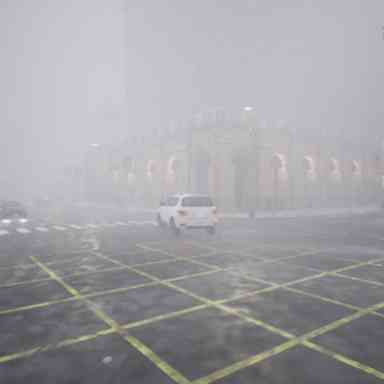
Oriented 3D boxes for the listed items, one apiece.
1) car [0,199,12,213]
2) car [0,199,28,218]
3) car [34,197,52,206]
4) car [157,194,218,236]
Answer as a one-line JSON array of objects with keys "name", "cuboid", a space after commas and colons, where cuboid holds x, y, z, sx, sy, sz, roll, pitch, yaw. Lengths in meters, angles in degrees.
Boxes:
[{"name": "car", "cuboid": [-22.013, 1.513, 37.957, 2.033, 1.411, 5.357, -1, 0, -35]}, {"name": "car", "cuboid": [-16.110, 1.512, 29.712, 2.033, 1.411, 5.357, -1, 0, -36]}, {"name": "car", "cuboid": [-23.901, 1.501, 53.106, 1.895, 1.301, 4.718, -1, 0, -35]}, {"name": "car", "cuboid": [-0.388, 1.131, 18.148, 2.150, 2.045, 5.566, 0, 0, -17]}]
